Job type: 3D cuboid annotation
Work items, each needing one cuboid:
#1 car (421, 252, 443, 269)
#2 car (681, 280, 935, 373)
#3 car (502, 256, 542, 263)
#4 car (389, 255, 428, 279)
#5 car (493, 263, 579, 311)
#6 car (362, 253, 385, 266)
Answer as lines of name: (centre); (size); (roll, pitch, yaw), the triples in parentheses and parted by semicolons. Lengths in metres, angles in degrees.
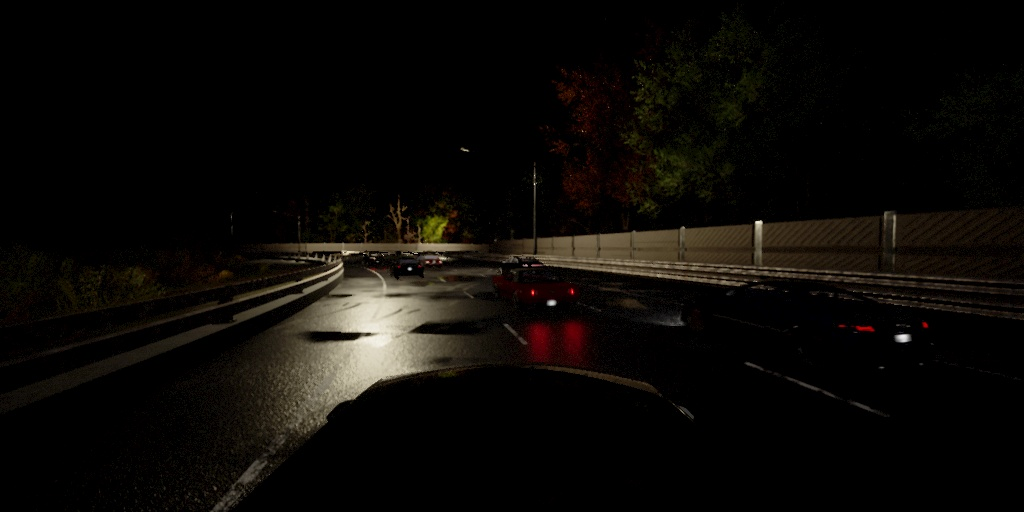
car: (-8.426, 0.557, 35.530); (2.033, 1.411, 5.357); (-1, 1, -28)
car: (5.582, 1.192, 7.480); (1.994, 1.385, 4.181); (0, 1, -13)
car: (0.549, 0.751, 24.304); (2.128, 1.511, 4.902); (0, 1, -21)
car: (-7.562, 0.791, 25.535); (1.994, 1.385, 4.181); (0, 1, -23)
car: (0.628, 1.102, 13.198); (1.895, 1.301, 4.718); (0, 1, -16)
car: (-16.012, 0.369, 41.351); (2.128, 1.511, 4.902); (-1, 1, -32)
